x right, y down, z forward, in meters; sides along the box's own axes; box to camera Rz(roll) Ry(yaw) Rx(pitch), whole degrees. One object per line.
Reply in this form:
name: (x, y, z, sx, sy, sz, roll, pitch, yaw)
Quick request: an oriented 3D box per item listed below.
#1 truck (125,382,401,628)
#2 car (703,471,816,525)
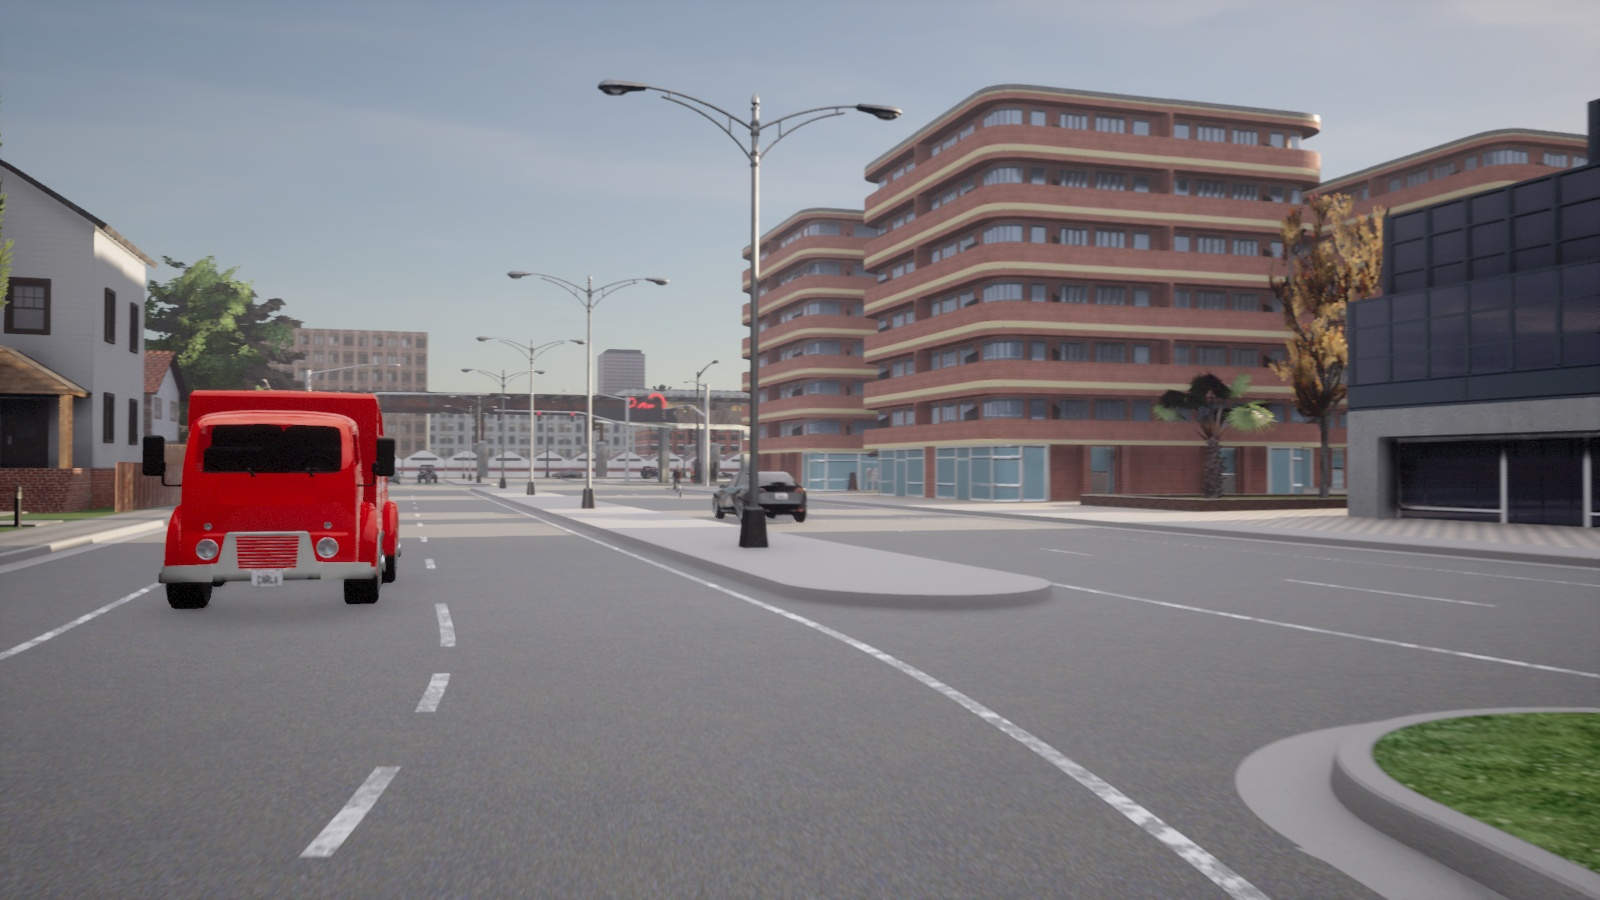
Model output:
truck: (-6.293, 0.589, 15.465, 2.627, 2.467, 5.204, 0, -1, -18)
car: (-1.304, 1.387, 37.835, 2.163, 1.488, 4.792, 0, -1, -18)
